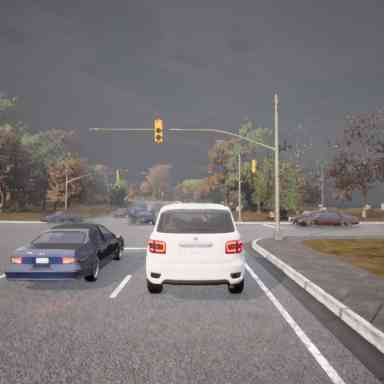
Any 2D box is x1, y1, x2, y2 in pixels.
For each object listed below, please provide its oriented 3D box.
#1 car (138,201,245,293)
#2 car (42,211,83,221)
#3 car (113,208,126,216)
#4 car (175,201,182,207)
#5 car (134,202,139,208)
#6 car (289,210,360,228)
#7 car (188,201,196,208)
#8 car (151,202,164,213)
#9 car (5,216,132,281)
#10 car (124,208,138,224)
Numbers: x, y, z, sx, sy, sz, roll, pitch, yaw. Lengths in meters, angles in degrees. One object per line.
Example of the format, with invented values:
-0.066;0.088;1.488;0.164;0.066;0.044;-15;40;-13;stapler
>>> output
0.084;1.322;9.232;2.150;2.045;5.566;0;-1;0;car
-13.893;2.710;35.846;1.994;1.385;4.181;-2;-3;45;car
-10.589;3.200;50.534;1.837;1.490;4.892;0;-2;0;car
-3.588;3.113;87.496;1.882;1.535;5.008;0;0;-3;car
-10.495;3.114;68.503;2.150;2.045;5.566;0;0;0;car
11.718;2.393;29.188;5.357;1.411;2.033;0;-3;-1;car
-0.111;3.307;87.849;1.837;1.490;4.892;0;0;-3;car
-7.001;3.117;67.884;2.150;2.045;5.566;0;0;0;car
-3.417;1.666;10.086;2.033;1.411;5.357;0;-1;0;car
-4.907;2.570;33.118;2.033;1.411;5.357;1;-3;-25;car
